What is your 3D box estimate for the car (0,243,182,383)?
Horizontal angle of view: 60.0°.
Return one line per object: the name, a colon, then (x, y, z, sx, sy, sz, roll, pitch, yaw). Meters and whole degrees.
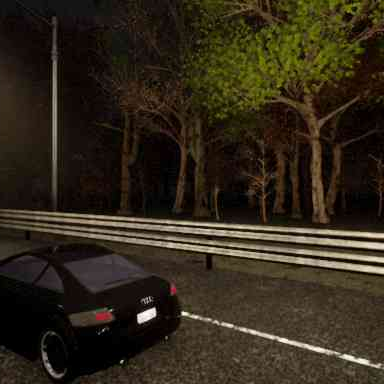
car: (-2.211, 1.561, 5.462, 4.181, 1.385, 1.994, 0, 0, 36)
